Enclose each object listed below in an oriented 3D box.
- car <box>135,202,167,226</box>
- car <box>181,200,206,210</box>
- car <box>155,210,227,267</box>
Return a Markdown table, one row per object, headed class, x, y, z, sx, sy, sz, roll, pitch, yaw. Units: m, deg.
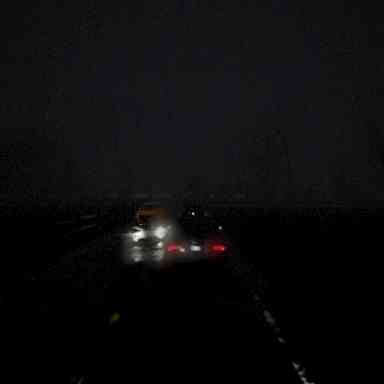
| class | x | y | z | sx | sy | sz | roll | pitch | yaw |
| --- | --- | --- | --- | --- | --- | --- | --- | --- | --- |
| car | -2.841 | 1.485 | 23.883 | 1.882 | 1.535 | 5.008 | 0 | 0 | 0 |
| car | 0.104 | 1.510 | 29.232 | 1.837 | 1.490 | 4.892 | 0 | 0 | 0 |
| car | 0.099 | 1.555 | 11.365 | 2.033 | 1.411 | 5.357 | 0 | 0 | 0 |
